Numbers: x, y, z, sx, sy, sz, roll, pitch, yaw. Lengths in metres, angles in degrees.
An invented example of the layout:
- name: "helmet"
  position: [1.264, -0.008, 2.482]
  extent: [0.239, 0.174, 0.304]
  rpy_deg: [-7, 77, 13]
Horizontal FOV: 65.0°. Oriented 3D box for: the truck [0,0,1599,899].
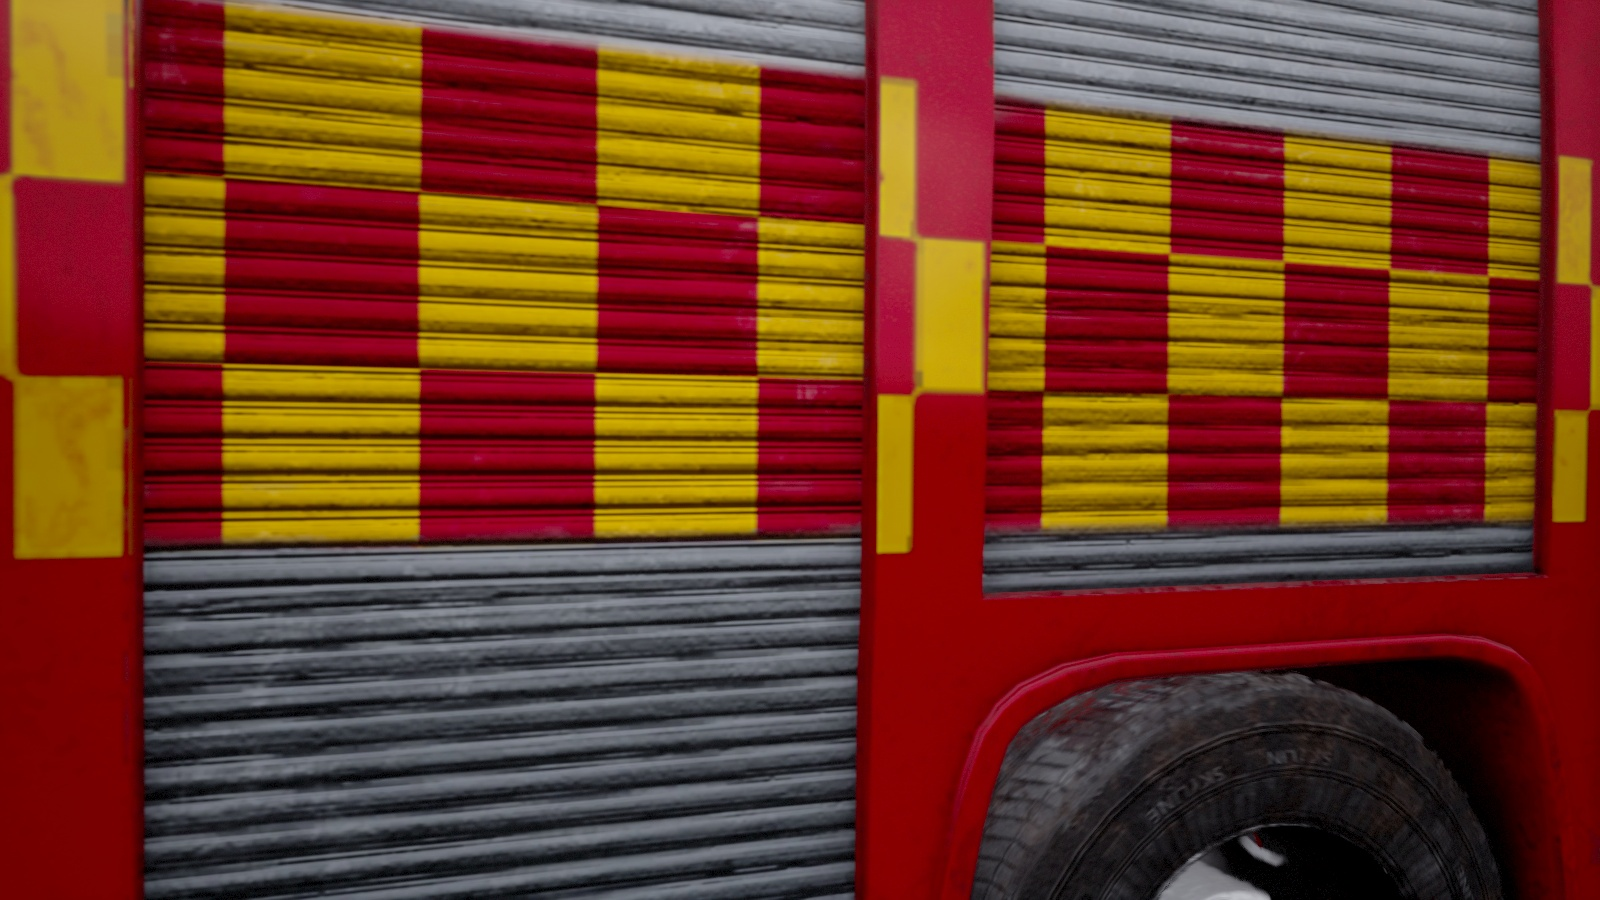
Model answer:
- name: "truck"
  position: [-2.205, -0.382, 2.381]
  extent: [8.468, 3.827, 2.891]
  rpy_deg: [-1, 1, -20]
